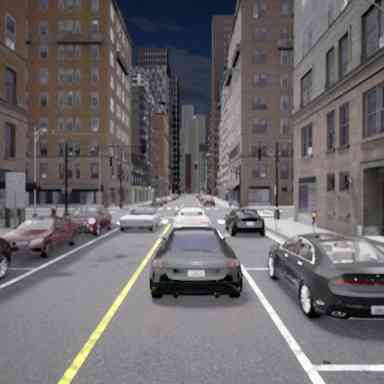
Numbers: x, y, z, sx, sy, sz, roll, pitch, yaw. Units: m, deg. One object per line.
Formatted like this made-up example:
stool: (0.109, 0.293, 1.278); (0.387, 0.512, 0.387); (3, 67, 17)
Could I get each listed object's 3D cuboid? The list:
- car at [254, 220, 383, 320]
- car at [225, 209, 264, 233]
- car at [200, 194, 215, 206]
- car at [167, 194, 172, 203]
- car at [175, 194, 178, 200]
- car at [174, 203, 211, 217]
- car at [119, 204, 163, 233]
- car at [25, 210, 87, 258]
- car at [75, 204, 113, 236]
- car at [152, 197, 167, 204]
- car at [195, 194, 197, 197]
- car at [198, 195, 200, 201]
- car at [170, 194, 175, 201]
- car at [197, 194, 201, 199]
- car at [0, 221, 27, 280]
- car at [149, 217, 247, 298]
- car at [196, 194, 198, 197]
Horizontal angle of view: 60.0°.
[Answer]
car: (2.844, 1.552, 7.217); (2.008, 1.369, 4.403); (0, 0, 0)
car: (2.827, 1.571, 18.220); (1.947, 1.339, 4.313); (0, 0, 0)
car: (2.803, 1.489, 55.310); (1.967, 1.590, 4.097); (0, 0, 0)
car: (-5.718, 1.622, 66.127); (2.008, 1.369, 4.403); (0, 0, 0)
car: (-5.713, 1.479, 93.170); (2.192, 1.841, 5.009); (0, 0, 0)
car: (0.008, 1.530, 17.435); (1.812, 1.442, 4.674); (0, 0, 1)
car: (-3.031, 1.607, 20.017); (1.895, 1.301, 4.718); (0, 0, 0)
car: (-5.690, 1.585, 12.706); (1.802, 1.307, 4.206); (0, 0, 0)
car: (-5.698, 1.445, 18.207); (1.967, 1.590, 4.097); (0, 0, 0)
car: (-5.721, 1.631, 55.310); (1.802, 1.307, 4.206); (0, 0, 0)
car: (2.812, 1.479, 93.173); (2.192, 1.841, 5.009); (0, 0, 0)
car: (2.807, 1.622, 66.128); (2.008, 1.369, 4.403); (0, 0, 0)
car: (-5.715, 1.645, 82.182); (1.752, 1.417, 4.829); (0, 0, 0)
car: (2.808, 1.542, 76.946); (1.967, 1.590, 4.097); (0, 0, 0)
car: (-5.681, 1.567, 7.204); (1.947, 1.339, 4.313); (0, 0, 0)
car: (0.070, 1.566, 8.539); (1.994, 1.385, 4.181); (0, 0, -1)
car: (2.811, 1.581, 87.764); (1.967, 1.590, 4.097); (0, 0, 0)
